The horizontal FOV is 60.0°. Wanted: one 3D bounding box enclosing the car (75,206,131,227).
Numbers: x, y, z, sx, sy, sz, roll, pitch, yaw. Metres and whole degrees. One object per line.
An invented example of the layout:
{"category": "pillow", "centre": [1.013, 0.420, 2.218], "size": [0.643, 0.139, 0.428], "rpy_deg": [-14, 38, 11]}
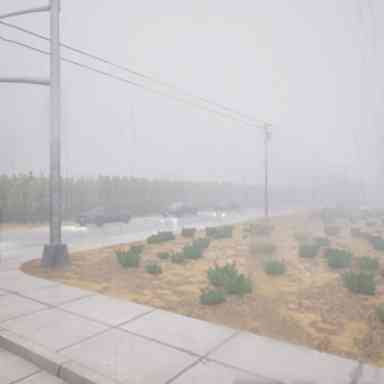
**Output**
{"category": "car", "centre": [-6.405, 1.698, 24.366], "size": [1.994, 1.385, 4.181], "rpy_deg": [0, 0, 33]}

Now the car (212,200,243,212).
{"category": "car", "centre": [4.542, 1.686, 41.498], "size": [2.033, 1.411, 5.357], "rpy_deg": [0, 0, 33]}

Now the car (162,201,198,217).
{"category": "car", "centre": [-1.066, 1.662, 32.703], "size": [1.812, 1.442, 4.674], "rpy_deg": [0, 0, 32]}
